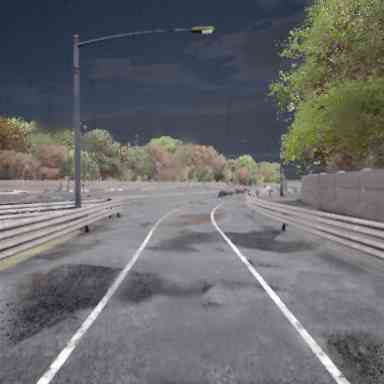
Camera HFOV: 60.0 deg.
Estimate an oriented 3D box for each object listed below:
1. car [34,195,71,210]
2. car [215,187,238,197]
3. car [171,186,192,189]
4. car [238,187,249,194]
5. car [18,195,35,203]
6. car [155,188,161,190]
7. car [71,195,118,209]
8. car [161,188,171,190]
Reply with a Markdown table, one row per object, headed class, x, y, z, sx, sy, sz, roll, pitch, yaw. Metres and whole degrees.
| class | x | y | z | sx | sy | sz | roll | pitch | yaw |
| --- | --- | --- | --- | --- | --- | --- | --- | --- | --- |
| car | -11.607 | 0.976 | 31.256 | 2.033 | 1.411 | 5.357 | 0 | 1 | 25 |
| car | 6.406 | 0.187 | 61.778 | 1.837 | 1.490 | 4.892 | 0 | 1 | 25 |
| car | -2.900 | -0.675 | 91.448 | 2.150 | 2.045 | 5.566 | 0 | 1 | 25 |
| car | 11.675 | -0.287 | 81.308 | 1.882 | 1.535 | 5.008 | 0 | 1 | 25 |
| car | -14.828 | 0.981 | 32.621 | 1.994 | 1.385 | 4.181 | 0 | 1 | 25 |
| car | -9.358 | -0.397 | 94.167 | 1.812 | 1.442 | 4.674 | 0 | 1 | 25 |
| car | -8.366 | 1.013 | 29.909 | 1.994 | 1.385 | 4.181 | 1 | 1 | 25 |
| car | -6.057 | -0.414 | 92.964 | 1.837 | 1.490 | 4.892 | 0 | 1 | 25 |
